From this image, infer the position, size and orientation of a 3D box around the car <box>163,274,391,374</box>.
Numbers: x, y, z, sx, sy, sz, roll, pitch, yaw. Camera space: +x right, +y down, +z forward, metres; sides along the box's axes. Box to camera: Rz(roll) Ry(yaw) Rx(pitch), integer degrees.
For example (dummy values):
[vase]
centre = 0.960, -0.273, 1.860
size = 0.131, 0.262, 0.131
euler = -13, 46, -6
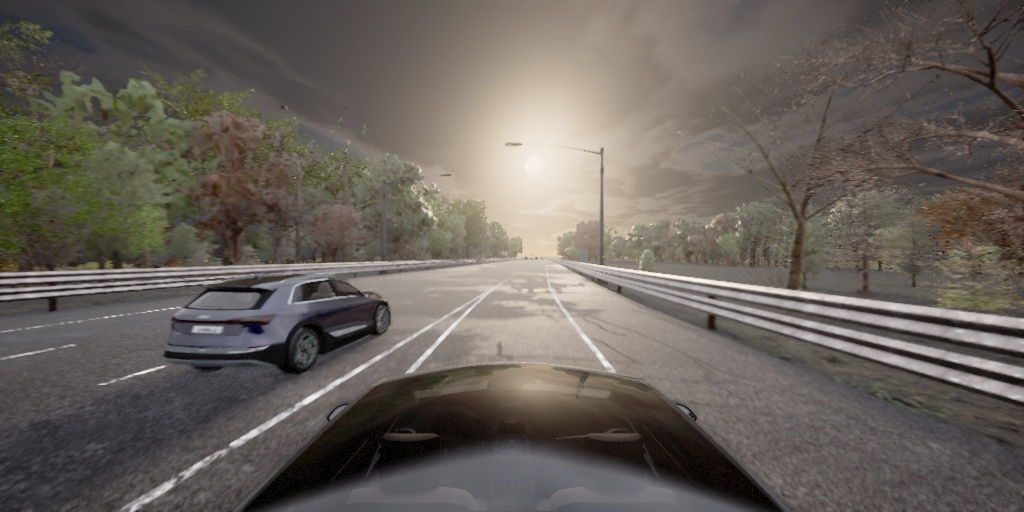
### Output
[car]
centre = -4.311, 1.172, 7.559
size = 2.033, 1.649, 4.856
euler = 0, 0, 5
